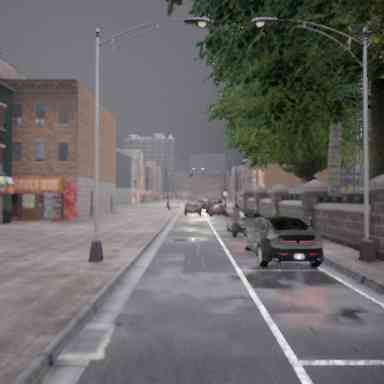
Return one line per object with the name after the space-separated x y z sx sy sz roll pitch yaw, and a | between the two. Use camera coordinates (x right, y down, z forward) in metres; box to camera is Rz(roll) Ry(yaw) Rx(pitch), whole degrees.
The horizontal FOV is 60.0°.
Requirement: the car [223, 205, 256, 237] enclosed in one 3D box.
3.021 1.659 18.792 1.812 1.442 4.674 0 0 0 | car

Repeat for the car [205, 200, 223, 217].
2.642 1.838 34.210 1.802 1.307 4.206 1 -1 0 | car

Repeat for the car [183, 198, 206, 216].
0.072 1.766 36.443 2.128 1.511 4.902 0 -1 -1 | car

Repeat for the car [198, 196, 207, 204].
2.636 2.094 87.839 2.192 1.841 5.009 1 -1 0 | car

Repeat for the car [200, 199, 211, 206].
2.637 2.095 66.088 1.887 1.381 4.507 1 -1 0 | car

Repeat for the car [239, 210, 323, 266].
3.019 1.587 11.792 1.837 1.490 4.892 0 0 0 | car

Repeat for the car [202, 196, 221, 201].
2.644 1.617 39.661 2.192 1.841 5.009 1 -1 0 | car

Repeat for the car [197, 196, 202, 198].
0.952 1.722 47.321 2.097 1.767 4.553 0 -1 21 | car

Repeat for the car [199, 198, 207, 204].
2.635 2.264 82.399 1.887 1.381 4.507 1 -1 0 | car
